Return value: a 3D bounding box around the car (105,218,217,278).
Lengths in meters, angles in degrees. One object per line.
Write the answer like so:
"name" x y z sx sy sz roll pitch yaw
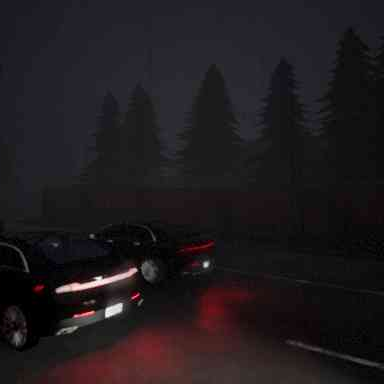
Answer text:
"car" -1.617 1.506 9.464 4.892 1.490 1.837 0 0 36

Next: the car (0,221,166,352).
"car" -3.096 1.493 6.219 4.902 1.511 2.128 0 0 36
